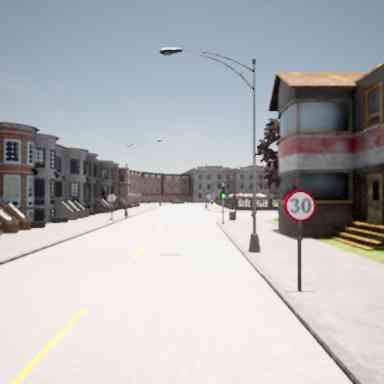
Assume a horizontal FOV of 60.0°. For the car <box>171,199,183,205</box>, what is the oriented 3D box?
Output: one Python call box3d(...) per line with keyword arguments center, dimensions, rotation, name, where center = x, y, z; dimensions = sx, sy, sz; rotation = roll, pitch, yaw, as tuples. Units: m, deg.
box3d(center=(-3.552, 2.555, 81.480), dimensions=(1.812, 1.442, 4.674), rotation=(0, -1, 17), name="car")
